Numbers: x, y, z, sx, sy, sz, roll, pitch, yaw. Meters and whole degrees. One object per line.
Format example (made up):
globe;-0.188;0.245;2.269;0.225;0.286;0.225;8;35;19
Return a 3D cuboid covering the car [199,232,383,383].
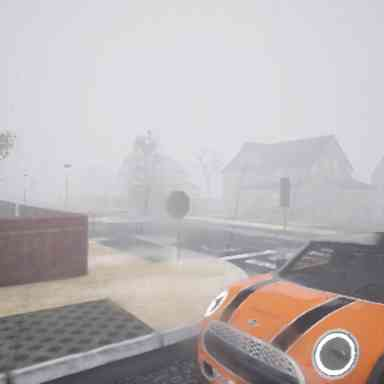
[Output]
car;2.296;1.412;4.580;4.553;1.767;2.097;1;-1;-35

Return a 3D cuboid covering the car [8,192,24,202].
car;-39.119;1.077;74.674;2.150;2.045;5.566;1;0;-36

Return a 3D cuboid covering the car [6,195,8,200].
car;-45.227;1.259;83.199;2.033;1.411;5.357;1;0;-36
